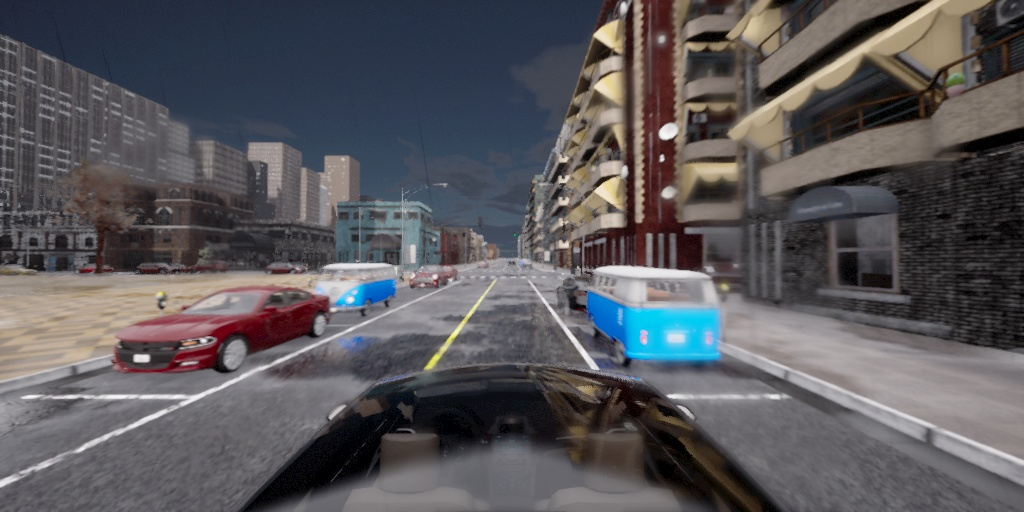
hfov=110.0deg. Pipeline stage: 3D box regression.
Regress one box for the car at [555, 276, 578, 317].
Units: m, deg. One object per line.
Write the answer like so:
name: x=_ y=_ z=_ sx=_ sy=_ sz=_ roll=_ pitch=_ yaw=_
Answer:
car: x=2.694 y=1.391 z=13.391 sx=1.948 sy=1.339 sz=4.313 roll=0 pitch=0 yaw=0

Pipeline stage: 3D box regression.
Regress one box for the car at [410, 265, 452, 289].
car: x=-5.652 y=1.335 z=24.652 sx=1.967 sy=1.591 sz=4.097 roll=0 pitch=0 yaw=0

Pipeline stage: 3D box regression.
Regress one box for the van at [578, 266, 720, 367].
van: x=2.693 y=1.130 z=7.745 sx=1.690 sy=1.789 sz=3.998 roll=0 pitch=0 yaw=0

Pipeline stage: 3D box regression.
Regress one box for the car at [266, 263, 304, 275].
car: x=-26.365 y=1.491 z=42.060 sx=4.097 sy=1.591 sz=1.967 roll=0 pitch=0 yaw=1

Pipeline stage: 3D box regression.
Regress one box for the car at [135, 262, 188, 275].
car: x=-44.328 y=1.548 z=45.114 sx=4.553 sy=1.767 sz=2.097 roll=0 pitch=-1 yaw=1

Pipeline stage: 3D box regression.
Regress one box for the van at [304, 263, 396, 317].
van: x=-5.654 y=1.166 z=13.360 sx=1.690 sy=1.789 sz=3.998 roll=0 pitch=0 yaw=0

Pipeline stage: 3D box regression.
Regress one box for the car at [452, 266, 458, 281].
car: x=-5.651 y=1.475 z=30.297 sx=1.888 sy=1.381 sz=4.507 roll=0 pitch=0 yaw=0

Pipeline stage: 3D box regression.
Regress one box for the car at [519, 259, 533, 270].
car: x=2.703 y=1.661 z=62.816 sx=2.007 sy=1.370 sz=4.403 roll=0 pitch=0 yaw=0

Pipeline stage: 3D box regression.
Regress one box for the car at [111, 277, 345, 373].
car: x=-5.655 y=1.334 z=7.714 sx=1.888 sy=1.381 sz=4.507 roll=0 pitch=0 yaw=0
